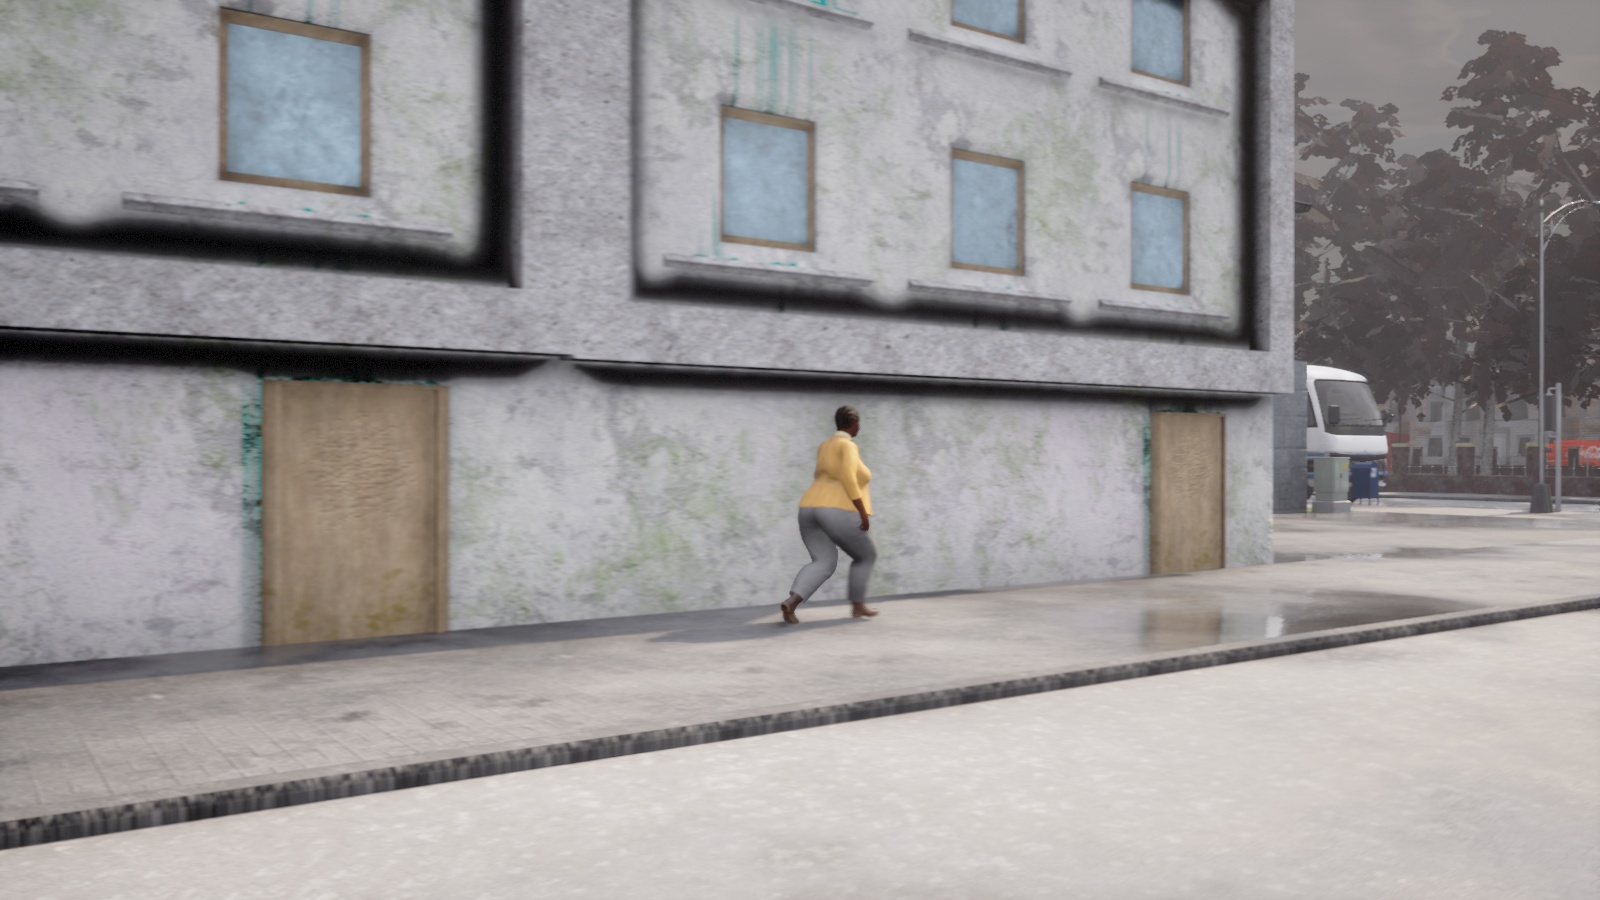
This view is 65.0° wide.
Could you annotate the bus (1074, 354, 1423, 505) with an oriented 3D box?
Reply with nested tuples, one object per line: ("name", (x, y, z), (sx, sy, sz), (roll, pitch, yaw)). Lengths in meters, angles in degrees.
("bus", (14.059, -0.562, 40.586), (3.944, 4.253, 10.273), (0, 0, -34))

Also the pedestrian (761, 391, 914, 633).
("pedestrian", (0.299, 0.479, 10.248), (0.900, 1.855, 0.874), (0, 0, -34))

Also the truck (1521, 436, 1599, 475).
("truck", (50.293, 0.352, 81.726), (2.627, 2.467, 5.204), (0, 0, -35))
